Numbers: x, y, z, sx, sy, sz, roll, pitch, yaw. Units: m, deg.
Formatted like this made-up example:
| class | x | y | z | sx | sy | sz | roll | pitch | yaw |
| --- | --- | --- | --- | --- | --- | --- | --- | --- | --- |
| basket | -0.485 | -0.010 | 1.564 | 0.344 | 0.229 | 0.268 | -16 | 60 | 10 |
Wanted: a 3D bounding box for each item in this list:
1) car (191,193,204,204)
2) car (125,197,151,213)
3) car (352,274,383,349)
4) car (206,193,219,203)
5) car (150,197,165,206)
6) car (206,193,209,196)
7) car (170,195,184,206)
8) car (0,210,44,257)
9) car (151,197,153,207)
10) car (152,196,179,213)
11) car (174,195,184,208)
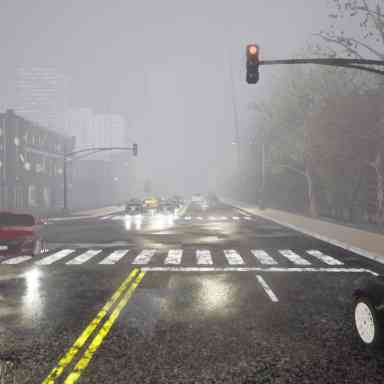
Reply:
| class | x | y | z | sx | sy | sz | roll | pitch | yaw |
| --- | --- | --- | --- | --- | --- | --- | --- | --- | --- |
| car | 1.084 | 1.196 | 64.350 | 2.150 | 2.045 | 5.566 | 0 | 0 | 1 |
| car | -6.048 | 1.480 | 36.364 | 2.128 | 1.511 | 4.902 | 0 | 0 | -1 |
| car | 3.396 | 1.477 | 3.207 | 1.882 | 1.535 | 5.008 | 0 | 0 | 1 |
| car | 4.359 | 1.480 | 66.162 | 1.837 | 1.490 | 4.892 | 0 | 0 | 1 |
| car | -5.716 | 1.544 | 55.927 | 1.994 | 1.385 | 4.181 | 0 | 0 | 2 |
| car | 4.419 | 1.195 | 76.625 | 2.150 | 2.045 | 5.566 | 0 | 0 | 1 |
| car | -2.473 | 1.332 | 56.490 | 2.097 | 1.767 | 4.553 | 0 | 0 | 1 |
| car | -6.806 | 1.476 | 12.770 | 1.882 | 1.535 | 5.008 | 2 | 0 | -21 |
| car | -5.886 | 1.462 | 45.876 | 1.882 | 1.535 | 5.008 | 0 | 0 | 1 |
| car | -2.831 | 1.480 | 36.692 | 2.128 | 1.511 | 4.902 | 0 | 0 | -2 |
| car | -2.631 | 1.476 | 46.199 | 2.128 | 1.511 | 4.902 | 0 | 0 | 1 |
